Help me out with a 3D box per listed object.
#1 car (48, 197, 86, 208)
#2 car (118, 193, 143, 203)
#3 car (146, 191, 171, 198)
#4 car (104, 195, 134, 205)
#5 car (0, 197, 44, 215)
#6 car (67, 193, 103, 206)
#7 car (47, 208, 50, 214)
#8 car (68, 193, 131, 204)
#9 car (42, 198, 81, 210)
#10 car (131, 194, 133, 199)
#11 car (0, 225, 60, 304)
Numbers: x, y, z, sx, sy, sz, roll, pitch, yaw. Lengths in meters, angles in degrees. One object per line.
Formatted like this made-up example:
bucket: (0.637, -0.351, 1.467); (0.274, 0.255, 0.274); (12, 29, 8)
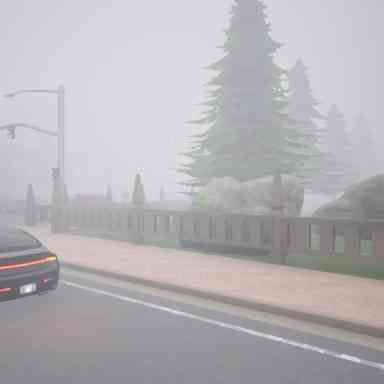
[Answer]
car: (-18.505, 1.491, 49.524); (2.128, 1.511, 4.902); (0, 0, 36)
car: (-11.927, 1.151, 64.720); (1.837, 1.490, 4.892); (0, 3, 36)
car: (-5.985, 0.845, 60.997); (2.150, 2.045, 5.566); (0, 3, 36)
car: (-12.647, 1.384, 57.722); (2.128, 1.511, 4.902); (0, 2, 36)
car: (-16.715, 1.547, 33.663); (2.033, 1.411, 5.357); (0, 0, 36)
car: (-17.997, 1.197, 56.242); (2.150, 2.045, 5.566); (0, 1, 36)
car: (-11.930, 1.506, 34.323); (1.837, 1.490, 4.892); (0, 0, 36)
car: (-8.979, 1.223, 32.433); (2.150, 2.045, 5.566); (0, 0, 36)
car: (-17.514, 1.526, 44.898); (1.812, 1.442, 4.674); (0, 0, 36)
car: (-12.151, 1.479, 52.399); (1.837, 1.490, 4.892); (0, 1, 36)
car: (-4.937, 1.505, 7.460); (4.892, 1.490, 1.837); (0, 0, 36)
